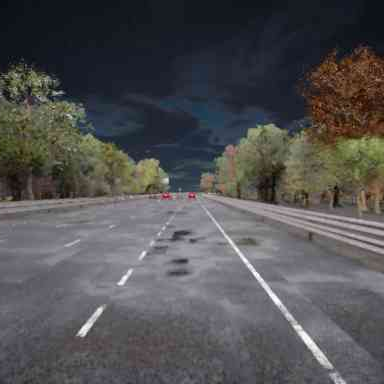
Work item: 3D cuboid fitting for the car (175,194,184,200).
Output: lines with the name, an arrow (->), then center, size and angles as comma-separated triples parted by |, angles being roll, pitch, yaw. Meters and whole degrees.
car -> -3.498, 1.384, 89.888 | 2.128, 1.511, 4.902 | 0, 0, 0

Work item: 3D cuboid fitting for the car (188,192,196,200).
car -> 0.001, 1.084, 89.918 | 2.150, 2.045, 5.566 | 0, 0, 0

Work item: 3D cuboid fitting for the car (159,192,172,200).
car -> -6.998, 1.084, 89.919 | 2.150, 2.045, 5.566 | 0, 0, 0

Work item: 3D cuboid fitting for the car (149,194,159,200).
car -> -10.498, 1.336, 89.888 | 1.882, 1.535, 5.008 | 0, 0, 0
